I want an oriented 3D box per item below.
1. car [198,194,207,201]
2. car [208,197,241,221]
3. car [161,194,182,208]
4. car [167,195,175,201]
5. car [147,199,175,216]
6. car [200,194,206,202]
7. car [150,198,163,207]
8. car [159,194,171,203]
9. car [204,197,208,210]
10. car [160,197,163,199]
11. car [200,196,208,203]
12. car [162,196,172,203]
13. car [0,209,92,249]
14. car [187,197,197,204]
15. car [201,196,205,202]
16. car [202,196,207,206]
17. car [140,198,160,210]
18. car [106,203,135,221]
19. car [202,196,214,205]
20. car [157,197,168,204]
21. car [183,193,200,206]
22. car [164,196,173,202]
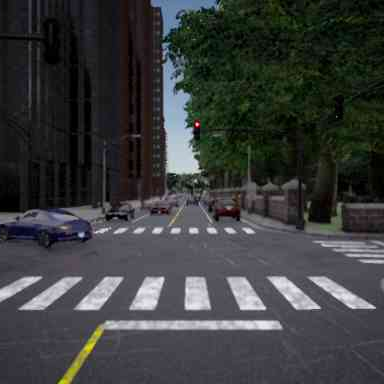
[{"bbox_3d":[2.762,1.468,87.264,2.192,1.841,5.009,0,0,0],"label":"car"},{"bbox_3d":[2.763,1.347,27.243,2.192,1.841,5.009,0,0,0],"label":"car"},{"bbox_3d":[-3.079,1.426,49.921,2.097,1.767,4.553,0,0,0],"label":"car"},{"bbox_3d":[-5.764,1.606,92.718,1.967,1.590,4.097,0,0,0],"label":"car"},{"bbox_3d":[-3.098,1.644,33.688,1.895,1.301,4.718,0,0,0],"label":"car"},{"bbox_3d":[2.762,1.524,54.525,1.967,1.590,4.097,0,0,0],"label":"car"},{"bbox_3d":[-5.763,1.665,54.518,1.802,1.307,4.206,0,0,0],"label":"car"},{"bbox_3d":[-5.763,1.430,70.890,2.192,1.841,5.009,0,0,0],"label":"car"},{"bbox_3d":[2.763,1.618,38.155,1.947,1.339,4.313,0,0,0],"label":"car"},{"bbox_3d":[-5.763,1.654,49.061,1.802,1.307,4.206,0,0,0],"label":"car"},{"bbox_3d":[2.762,1.653,76.521,1.752,1.417,4.829,0,0,0],"label":"car"},{"bbox_3d":[-5.763,1.671,76.346,1.887,1.381,4.507,0,0,0],"label":"car"},{"bbox_3d":[-6.262,1.449,14.129,4.674,1.442,1.812,1,-1,32],"label":"car"},{"bbox_3d":[0.000,1.670,67.777,1.994,1.385,4.181,0,0,0],"label":"car"},{"bbox_3d":[2.762,1.624,49.068,2.008,1.369,4.403,0,0,0],"label":"car"},{"bbox_3d":[2.763,1.614,43.611,2.008,1.369,4.403,0,0,0],"label":"car"},{"bbox_3d":[-5.763,1.613,43.604,2.008,1.369,4.403,0,0,0],"label":"car"},{"bbox_3d":[-5.762,1.597,27.233,1.947,1.339,4.313,0,0,0],"label":"car"},{"bbox_3d":[2.762,1.534,59.982,1.967,1.590,4.097,0,0,0],"label":"car"},{"bbox_3d":[-5.763,1.686,65.432,1.802,1.307,4.206,0,0,0],"label":"car"},{"bbox_3d":[0.054,1.441,57.514,2.097,1.767,4.553,0,0,0],"label":"car"},{"bbox_3d":[-5.763,1.684,81.803,1.887,1.381,4.507,0,0,0],"label":"car"}]
